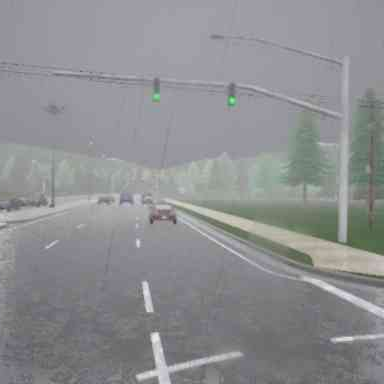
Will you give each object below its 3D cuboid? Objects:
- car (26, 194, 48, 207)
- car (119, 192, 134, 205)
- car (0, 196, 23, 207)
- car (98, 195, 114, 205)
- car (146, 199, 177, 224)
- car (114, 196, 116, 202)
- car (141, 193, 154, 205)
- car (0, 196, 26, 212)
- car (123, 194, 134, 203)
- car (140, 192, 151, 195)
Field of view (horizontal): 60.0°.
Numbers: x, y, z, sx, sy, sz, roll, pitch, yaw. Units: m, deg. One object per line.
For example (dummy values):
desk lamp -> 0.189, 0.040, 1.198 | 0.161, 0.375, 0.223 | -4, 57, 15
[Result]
car -> -20.556, 1.017, 43.666 | 2.097, 1.767, 4.553 | 1, 0, -9
car -> -10.591, 1.018, 54.026 | 2.150, 2.045, 5.566 | 1, 0, -9
car -> -24.130, 1.215, 43.815 | 1.895, 1.301, 4.718 | 1, 0, -9
car -> -14.092, 1.252, 53.725 | 1.837, 1.490, 4.892 | 1, 0, -9
car -> -2.151, 1.472, 23.949 | 1.812, 1.442, 4.674 | 1, 0, -9
car -> -15.719, 1.270, 63.658 | 1.994, 1.385, 4.181 | 1, 0, -10
car -> -7.195, 1.370, 54.919 | 1.812, 1.442, 4.674 | 1, 0, -9
car -> -18.948, 1.261, 33.778 | 1.994, 1.385, 4.181 | 1, 0, -9
car -> -12.269, 1.229, 64.252 | 1.882, 1.535, 5.008 | 1, 0, -10
car -> -8.816, 1.033, 64.839 | 2.150, 2.045, 5.566 | 1, 0, -10
